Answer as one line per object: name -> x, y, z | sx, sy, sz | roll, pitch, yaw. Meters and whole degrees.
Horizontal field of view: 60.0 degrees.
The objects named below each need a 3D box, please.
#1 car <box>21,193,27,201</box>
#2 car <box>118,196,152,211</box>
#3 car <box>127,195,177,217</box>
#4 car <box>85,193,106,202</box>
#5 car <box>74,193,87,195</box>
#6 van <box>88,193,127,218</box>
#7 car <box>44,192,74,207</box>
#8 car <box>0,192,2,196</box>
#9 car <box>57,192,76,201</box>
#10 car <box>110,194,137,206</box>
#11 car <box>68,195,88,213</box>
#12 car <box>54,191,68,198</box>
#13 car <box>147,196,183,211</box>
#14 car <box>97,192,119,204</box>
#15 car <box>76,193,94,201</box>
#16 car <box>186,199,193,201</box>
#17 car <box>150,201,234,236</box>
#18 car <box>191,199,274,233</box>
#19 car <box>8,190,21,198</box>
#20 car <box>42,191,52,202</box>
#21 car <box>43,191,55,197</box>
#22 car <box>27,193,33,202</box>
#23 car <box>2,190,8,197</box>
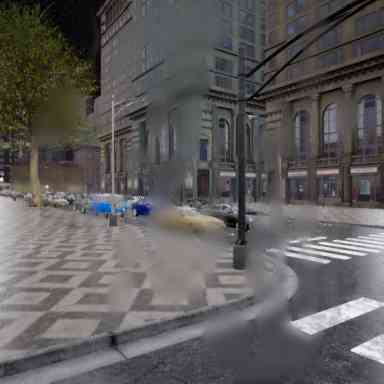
car -> -26.199, 0.829, 54.652 | 2.008, 1.369, 4.403 | 1, 0, -35
car -> -6.308, 1.179, 36.614 | 1.812, 1.442, 4.674 | 0, 1, -35
car -> -3.067, 1.257, 26.470 | 1.882, 1.535, 5.008 | 0, 1, -35
car -> -15.998, 0.909, 54.983 | 2.008, 1.369, 4.403 | 1, 0, -35
car -> -14.845, 1.013, 43.242 | 1.837, 1.490, 4.892 | 0, 1, -35
van -> -6.764, 1.090, 27.109 | 1.690, 1.788, 3.998 | 1, 0, -35
car -> -16.385, 1.050, 40.744 | 1.752, 1.417, 4.829 | 1, 0, -35
car -> -45.629, 0.252, 82.191 | 1.967, 1.590, 4.097 | 1, 0, -35
car -> -22.464, 0.744, 59.499 | 2.128, 1.511, 4.902 | 0, 1, -35
car -> -9.521, 1.073, 45.804 | 2.008, 1.369, 4.403 | 1, 0, -35
car -> -10.005, 1.230, 31.700 | 2.008, 1.369, 4.403 | 1, 0, -35
car -> -28.951, 0.586, 73.339 | 1.887, 1.381, 4.507 | 1, 0, -35
car -> -3.043, 1.223, 36.621 | 1.887, 1.381, 4.507 | 1, 0, -35
car -> -12.758, 0.880, 50.393 | 1.967, 1.590, 4.097 | 1, 0, -35
car -> -19.237, 0.860, 59.572 | 1.802, 1.307, 4.206 | 1, 0, -35
car -> 0.194, 1.315, 32.032 | 1.947, 1.339, 4.313 | 1, 0, -35
car -> -0.189, 1.398, 17.786 | 1.752, 1.417, 4.829 | 1, 0, -35
car -> 2.372, 1.370, 18.772 | 2.128, 1.511, 4.902 | 0, 1, -36
car -> -35.912, 0.482, 68.421 | 1.967, 1.590, 4.097 | 1, 0, -35
car -> -19.721, 0.991, 45.473 | 2.008, 1.369, 4.403 | 1, 0, -35
car -> -35.429, 0.470, 82.518 | 1.802, 1.307, 4.206 | 1, 0, -35
car -> -22.960, 0.910, 50.063 | 2.008, 1.369, 4.403 | 1, 0, -35
car -> -42.390, 0.328, 77.601 | 1.967, 1.590, 4.097 | 1, 0, -35
